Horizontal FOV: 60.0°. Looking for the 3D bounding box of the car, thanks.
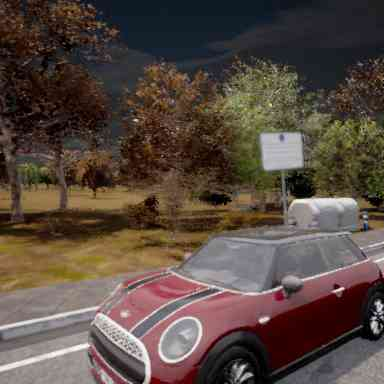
[{"bbox_3d":[0.900,1.367,4.849,4.553,1.767,2.097,0,0,-37],"label":"car"}]
